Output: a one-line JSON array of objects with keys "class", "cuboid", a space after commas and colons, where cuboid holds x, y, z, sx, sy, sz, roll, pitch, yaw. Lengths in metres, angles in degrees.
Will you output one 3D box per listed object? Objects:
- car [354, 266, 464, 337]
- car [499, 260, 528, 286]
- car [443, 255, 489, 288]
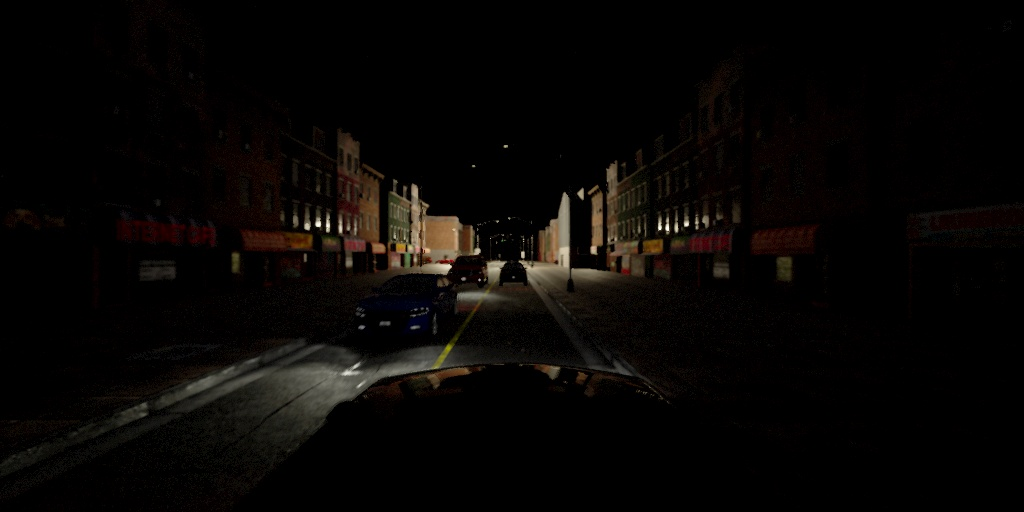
[{"class": "car", "cuboid": [-2.800, 1.225, 10.463, 1.882, 1.535, 5.008, 0, 0, 0]}, {"class": "car", "cuboid": [0.105, 1.218, 25.604, 1.882, 1.535, 5.008, 0, 0, 0]}, {"class": "car", "cuboid": [-2.785, 0.960, 23.902, 2.150, 2.045, 5.566, 0, 0, 1]}]
